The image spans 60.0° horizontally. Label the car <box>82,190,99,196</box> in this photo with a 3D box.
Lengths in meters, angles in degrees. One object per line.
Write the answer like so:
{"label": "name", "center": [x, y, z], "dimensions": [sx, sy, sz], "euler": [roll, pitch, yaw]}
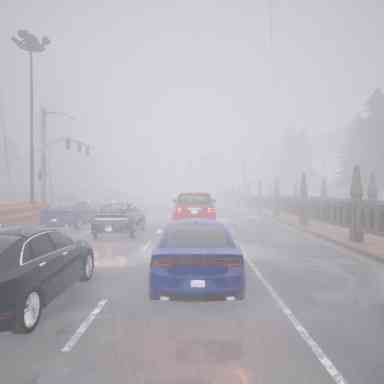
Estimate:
{"label": "car", "center": [-20.787, 0.379, 66.252], "dimensions": [2.097, 1.767, 4.553], "euler": [0, 1, 0]}

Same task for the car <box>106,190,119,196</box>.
{"label": "car", "center": [-20.708, 0.252, 87.081], "dimensions": [2.033, 1.411, 5.357], "euler": [0, 1, 0]}

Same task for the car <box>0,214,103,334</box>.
{"label": "car", "center": [-3.400, 1.435, 6.591], "dimensions": [1.837, 1.490, 4.892], "euler": [0, 1, 0]}

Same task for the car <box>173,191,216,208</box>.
{"label": "car", "center": [0.125, 0.978, 18.047], "dimensions": [2.150, 2.045, 5.566], "euler": [0, 1, 0]}

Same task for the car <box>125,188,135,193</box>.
{"label": "car", "center": [-13.778, 0.216, 68.663], "dimensions": [2.150, 2.045, 5.566], "euler": [0, 1, 0]}

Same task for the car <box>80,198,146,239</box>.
{"label": "car", "center": [-3.377, 1.280, 15.964], "dimensions": [2.128, 1.511, 4.902], "euler": [0, 1, 0]}

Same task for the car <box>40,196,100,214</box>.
{"label": "car", "center": [-6.867, 1.219, 19.047], "dimensions": [1.882, 1.535, 5.008], "euler": [0, 1, 0]}

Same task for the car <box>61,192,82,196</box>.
{"label": "car", "center": [-20.898, 0.699, 56.599], "dimensions": [1.812, 1.442, 4.674], "euler": [0, 1, 1]}

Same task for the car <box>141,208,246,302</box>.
{"label": "car", "center": [0.102, 1.384, 8.177], "dimensions": [1.882, 1.535, 5.008], "euler": [0, 1, 0]}

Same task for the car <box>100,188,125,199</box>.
{"label": "car", "center": [-13.895, 0.369, 58.341], "dimensions": [2.150, 2.045, 5.566], "euler": [0, 1, 0]}
